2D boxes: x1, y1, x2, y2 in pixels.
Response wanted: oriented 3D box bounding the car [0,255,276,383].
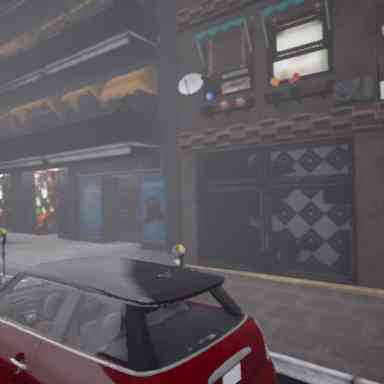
[{"bbox_3d":[-1.275,1.443,3.664,4.097,1.590,1.967,0,-1,36],"label":"car"}]
